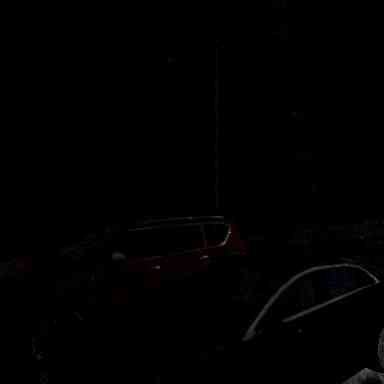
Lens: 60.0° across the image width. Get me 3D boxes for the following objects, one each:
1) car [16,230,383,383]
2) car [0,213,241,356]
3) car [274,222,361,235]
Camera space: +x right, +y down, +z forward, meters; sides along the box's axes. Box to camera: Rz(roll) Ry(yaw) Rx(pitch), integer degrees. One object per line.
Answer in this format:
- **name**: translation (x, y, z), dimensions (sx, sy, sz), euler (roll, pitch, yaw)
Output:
- **car**: translation (0.808, 1.521, 4.043), dimensions (4.902, 1.511, 2.128), euler (0, -1, -36)
- **car**: translation (-1.092, 1.374, 6.054), dimensions (5.009, 1.841, 2.192), euler (0, 0, -38)
- **car**: translation (3.207, 1.597, 9.455), dimensions (4.507, 1.381, 1.887), euler (0, 0, -38)
